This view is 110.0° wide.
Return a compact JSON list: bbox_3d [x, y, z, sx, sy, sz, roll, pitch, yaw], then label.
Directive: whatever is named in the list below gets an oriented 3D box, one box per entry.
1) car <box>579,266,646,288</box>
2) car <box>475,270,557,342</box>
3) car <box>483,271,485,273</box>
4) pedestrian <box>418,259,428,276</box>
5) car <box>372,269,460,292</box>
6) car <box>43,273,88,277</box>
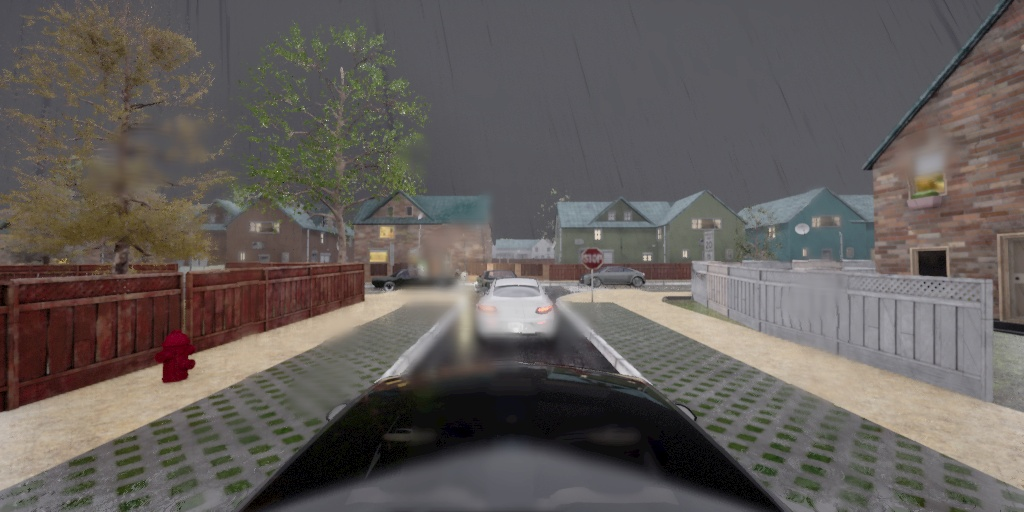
[{"bbox_3d":[6.554,1.339,23.612,4.181,1.385,1.994,0,-1,1],"label":"car"},{"bbox_3d":[0.108,1.278,9.622,1.812,1.442,4.674,0,0,0],"label":"car"},{"bbox_3d":[-0.745,1.362,18.442,1.895,1.301,4.718,0,-1,-12],"label":"car"},{"bbox_3d":[-6.683,1.113,26.716,0.375,1.860,0.375,0,-1,1],"label":"pedestrian"},{"bbox_3d":[-5.469,1.412,20.830,4.718,1.301,1.895,-1,-1,1],"label":"car"},{"bbox_3d":[-25.594,1.628,21.113,4.718,1.301,1.895,-1,-1,1],"label":"car"}]
